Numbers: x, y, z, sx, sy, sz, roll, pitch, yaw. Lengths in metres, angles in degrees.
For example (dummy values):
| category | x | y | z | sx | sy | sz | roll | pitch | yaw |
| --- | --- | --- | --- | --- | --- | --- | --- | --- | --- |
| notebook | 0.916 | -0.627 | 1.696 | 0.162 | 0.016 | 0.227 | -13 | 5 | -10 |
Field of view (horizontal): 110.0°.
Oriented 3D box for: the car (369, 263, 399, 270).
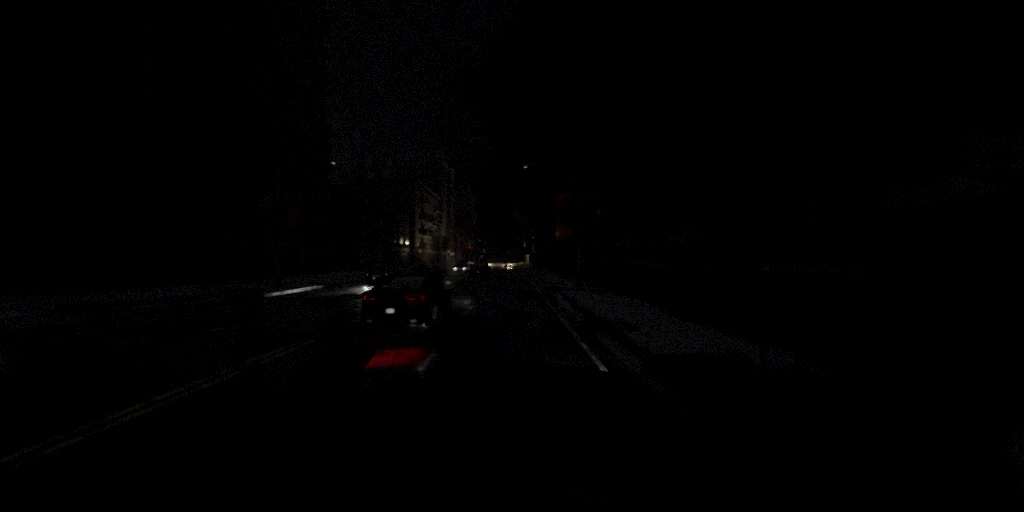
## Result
| category | x | y | z | sx | sy | sz | roll | pitch | yaw |
| --- | --- | --- | --- | --- | --- | --- | --- | --- | --- |
| car | -9.842 | 1.340 | 28.007 | 2.128 | 1.511 | 4.902 | 0 | 0 | 0 |

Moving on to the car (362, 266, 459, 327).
| category | x | y | z | sx | sy | sz | roll | pitch | yaw |
| --- | --- | --- | --- | --- | --- | --- | --- | --- | --- |
| car | -3.152 | 1.265 | 11.762 | 1.882 | 1.535 | 5.008 | 0 | 0 | 0 |

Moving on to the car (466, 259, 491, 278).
| category | x | y | z | sx | sy | sz | roll | pitch | yaw |
| --- | --- | --- | --- | --- | --- | --- | --- | --- | --- |
| car | -3.144 | 1.355 | 36.038 | 1.882 | 1.535 | 5.008 | 0 | 0 | 0 |

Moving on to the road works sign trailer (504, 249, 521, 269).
| category | x | y | z | sx | sy | sz | roll | pitch | yaw |
| --- | --- | --- | --- | --- | --- | --- | --- | --- | --- |
| road works sign trailer | 0.009 | 0.439 | 62.523 | 2.380 | 3.560 | 2.880 | 0 | 0 | 0 |

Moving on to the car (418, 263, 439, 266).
| category | x | y | z | sx | sy | sz | roll | pitch | yaw |
| --- | --- | --- | --- | --- | --- | --- | --- | --- | --- |
| car | -6.593 | 1.339 | 27.996 | 2.128 | 1.511 | 4.902 | 0 | 0 | 0 |
